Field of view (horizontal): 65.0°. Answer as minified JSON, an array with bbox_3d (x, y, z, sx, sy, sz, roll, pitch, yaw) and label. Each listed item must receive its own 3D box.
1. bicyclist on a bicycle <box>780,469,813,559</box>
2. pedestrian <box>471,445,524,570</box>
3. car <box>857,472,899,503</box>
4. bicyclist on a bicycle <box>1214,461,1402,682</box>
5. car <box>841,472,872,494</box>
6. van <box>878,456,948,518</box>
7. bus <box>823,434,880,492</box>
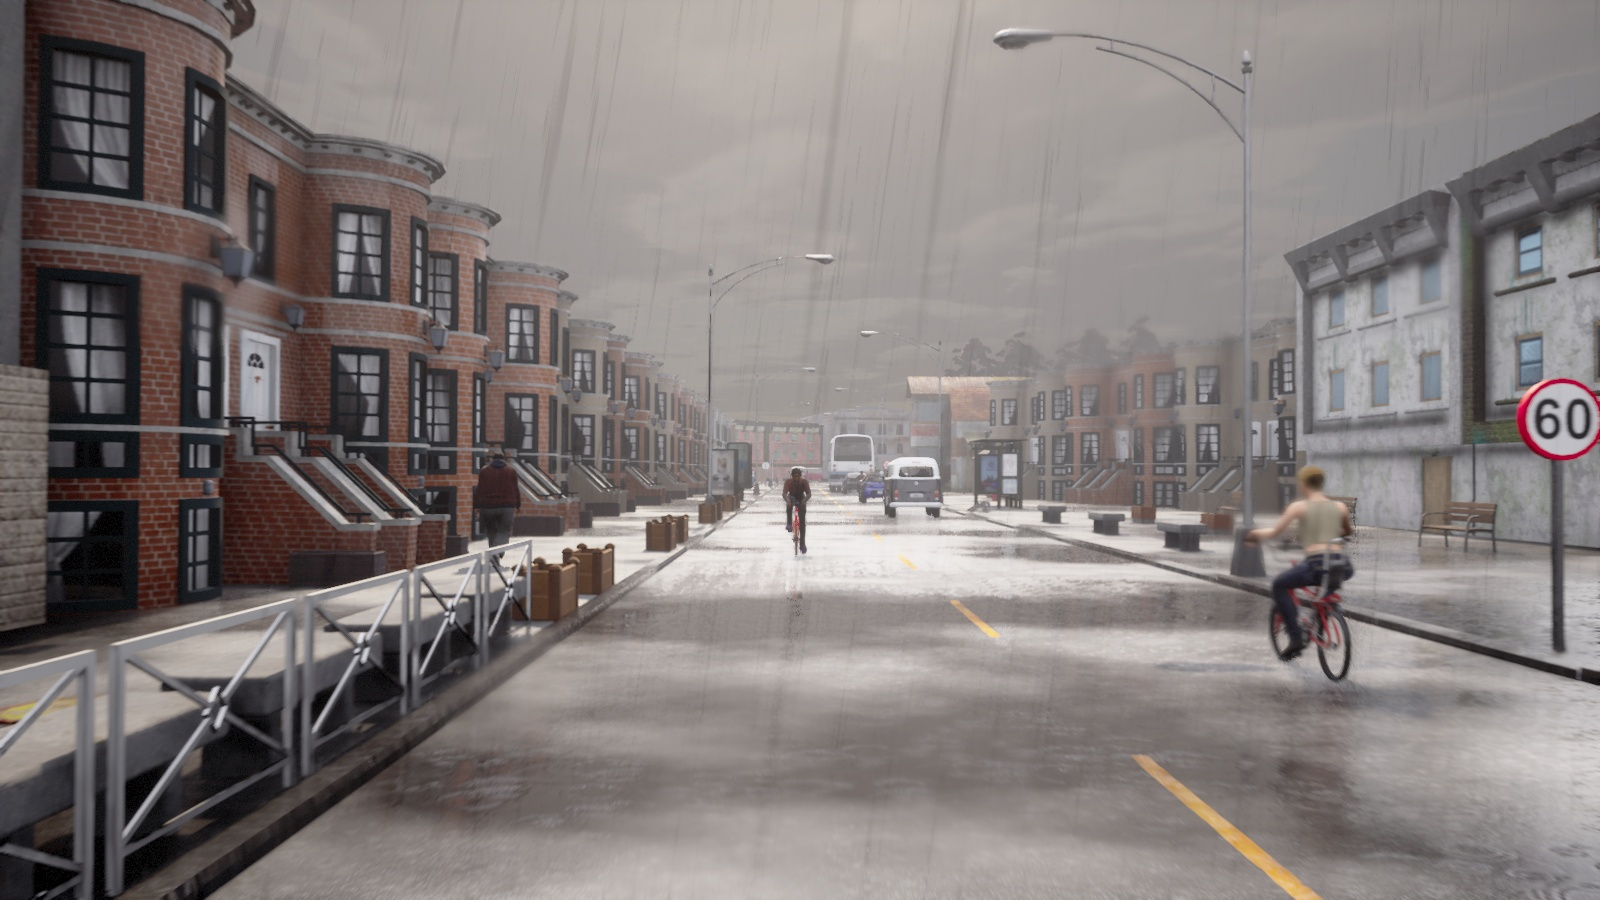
[{"bbox_3d":[-0.061,1.161,23.474,0.582,1.620,1.656,0,-1,0],"label":"bicyclist on a bicycle"},{"bbox_3d":[-4.592,0.862,19.096,0.634,1.844,0.899,0,-1,-3],"label":"pedestrian"},{"bbox_3d":[3.899,1.869,63.126,1.816,1.474,4.193,0,-1,0],"label":"car"},{"bbox_3d":[3.973,0.902,9.966,0.866,1.612,1.509,0,-1,0],"label":"bicyclist on a bicycle"},{"bbox_3d":[3.880,2.256,86.722,1.837,1.490,4.892,0,-1,0],"label":"car"},{"bbox_3d":[3.908,1.265,44.100,2.069,2.038,4.480,0,-1,0],"label":"van"},{"bbox_3d":[3.855,1.043,96.814,3.944,4.253,10.273,0,-1,0],"label":"bus"}]
